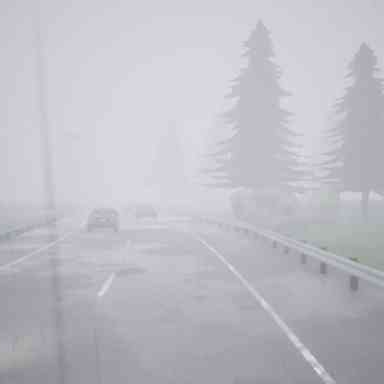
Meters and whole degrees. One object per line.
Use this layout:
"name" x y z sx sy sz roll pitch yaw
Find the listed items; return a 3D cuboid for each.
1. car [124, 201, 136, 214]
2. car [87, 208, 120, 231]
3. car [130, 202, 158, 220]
"car" -7.373 1.896 41.436 1.812 1.442 4.674 0 0 -17
"car" -5.815 1.748 22.055 2.033 1.411 5.357 0 -1 -11
"car" -4.530 1.882 31.545 1.895 1.301 4.718 0 0 -15
